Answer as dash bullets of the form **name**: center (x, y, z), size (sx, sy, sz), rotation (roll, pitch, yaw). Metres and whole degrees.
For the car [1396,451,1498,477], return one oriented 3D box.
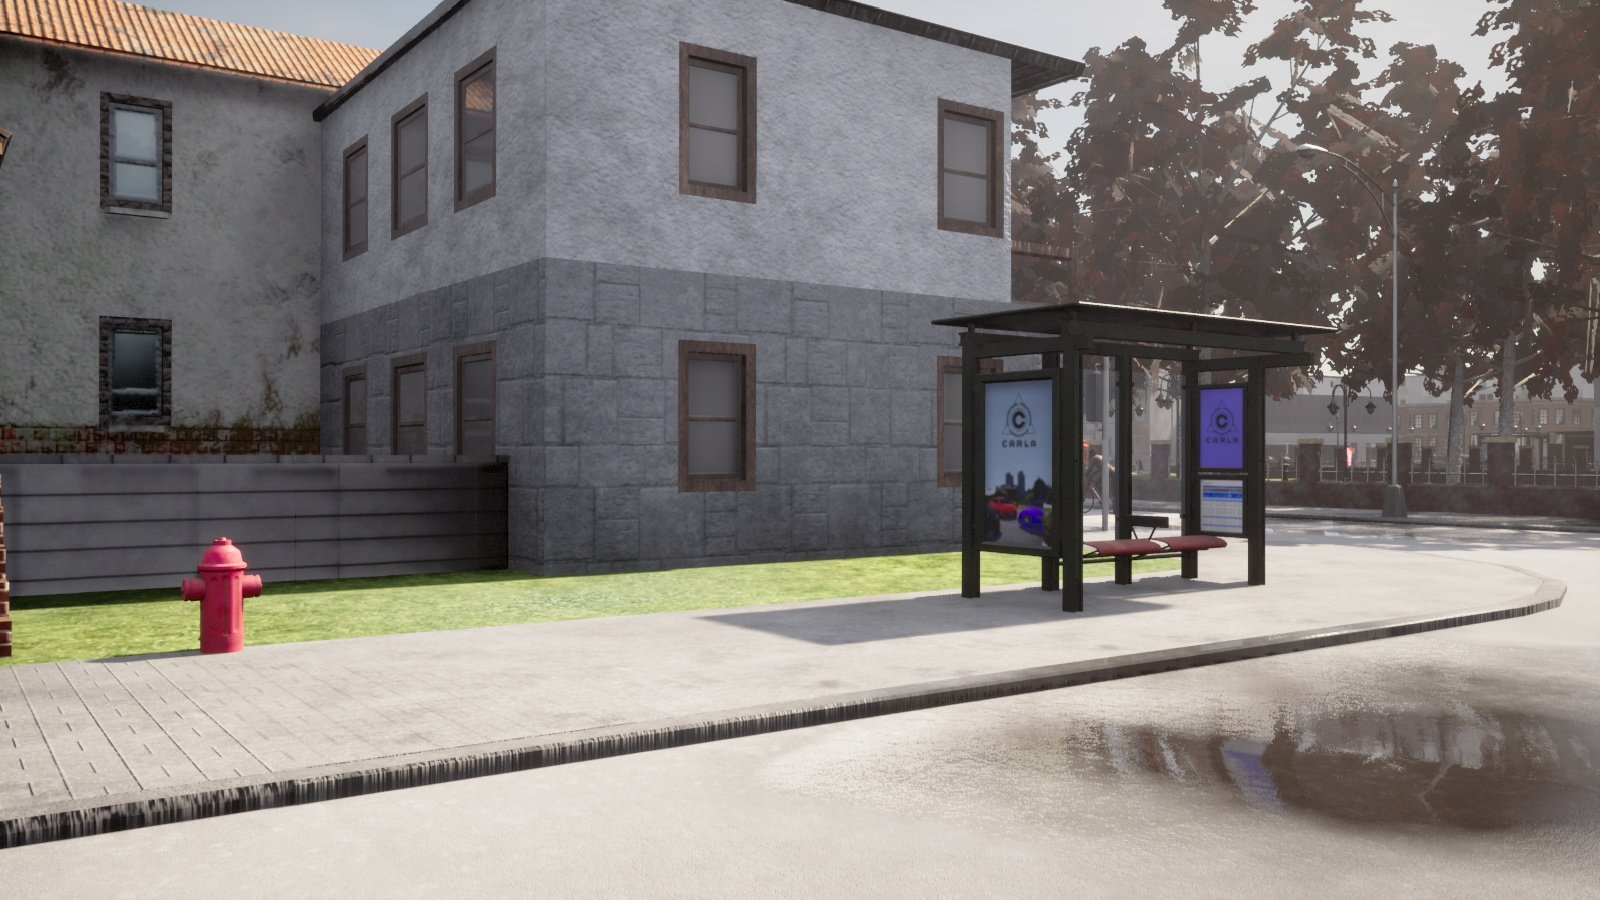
- **car**: center (37.757, 0.800, 73.385), size (2.128, 1.511, 4.902), rotation (0, 0, -35)
